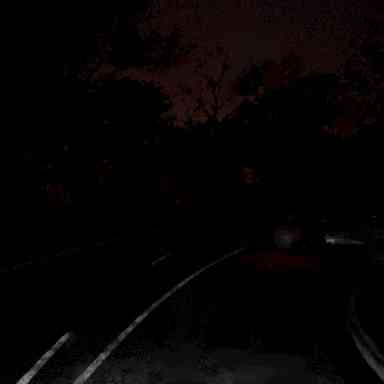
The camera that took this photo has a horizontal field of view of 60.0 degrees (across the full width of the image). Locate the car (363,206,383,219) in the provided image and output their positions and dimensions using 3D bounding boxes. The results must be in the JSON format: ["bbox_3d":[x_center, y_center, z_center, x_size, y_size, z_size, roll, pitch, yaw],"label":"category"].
[{"bbox_3d":[17.953,1.909,30.926,4.718,1.301,1.895,1,-1,-37],"label":"car"}]

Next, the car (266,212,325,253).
[{"bbox_3d":[4.660,1.606,14.571,1.882,1.535,5.008,0,0,27],"label":"car"}]
